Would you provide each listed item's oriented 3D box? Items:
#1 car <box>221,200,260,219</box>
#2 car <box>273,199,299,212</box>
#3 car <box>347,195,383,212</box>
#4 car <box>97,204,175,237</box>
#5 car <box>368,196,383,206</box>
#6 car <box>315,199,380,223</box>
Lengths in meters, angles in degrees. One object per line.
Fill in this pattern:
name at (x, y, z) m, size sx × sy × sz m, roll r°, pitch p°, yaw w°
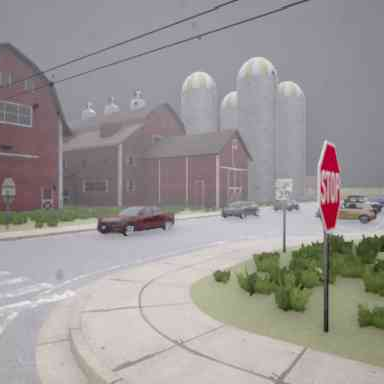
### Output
car at (4.305, 1.500, 28.987) m, size 1.837 × 1.490 × 4.892 m, roll 0°, pitch 0°, yaw 35°
car at (11.083, 1.522, 38.808) m, size 1.812 × 1.442 × 4.674 m, roll 0°, pitch 0°, yaw 35°
car at (18.757, 1.312, 36.462) m, size 3.866 × 1.878 × 1.905 m, roll 0°, pitch 0°, yaw 35°
car at (-2.951, 1.474, 18.442) m, size 1.882 × 1.535 × 5.008 m, roll 0°, pitch 0°, yaw 35°
car at (32.584, 1.479, 56.330) m, size 4.611 × 1.667 × 2.242 m, roll 0°, pitch 0°, yaw 35°
car at (11.522, 1.504, 25.071) m, size 4.193 × 1.474 × 1.816 m, roll 0°, pitch 0°, yaw 35°
